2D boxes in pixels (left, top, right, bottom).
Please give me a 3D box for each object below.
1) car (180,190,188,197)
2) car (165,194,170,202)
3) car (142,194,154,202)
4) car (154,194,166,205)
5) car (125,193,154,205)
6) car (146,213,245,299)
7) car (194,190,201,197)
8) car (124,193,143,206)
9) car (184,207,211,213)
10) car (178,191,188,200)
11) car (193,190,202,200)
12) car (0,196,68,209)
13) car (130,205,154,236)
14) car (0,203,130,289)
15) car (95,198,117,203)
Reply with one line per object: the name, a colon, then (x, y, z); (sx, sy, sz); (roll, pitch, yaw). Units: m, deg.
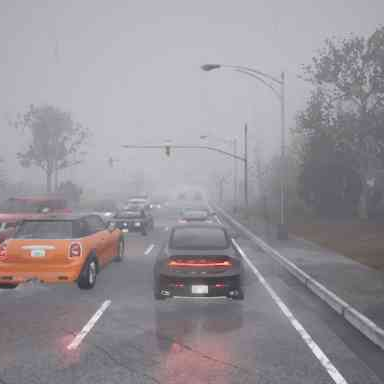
car: (-2.015, 0.341, 85.657); (1.812, 1.442, 4.674); (0, 3, 1)
car: (-5.814, 1.242, 70.363); (1.882, 1.535, 5.008); (0, 2, 1)
car: (-9.303, 1.261, 70.983); (1.812, 1.442, 4.674); (0, 2, 1)
car: (-6.141, 1.564, 57.783); (1.994, 1.385, 4.181); (0, 0, 1)
car: (-6.486, 1.221, 41.045); (2.150, 2.045, 5.566); (0, 0, 1)
car: (0.164, 1.505, 8.410); (1.837, 1.490, 4.892); (0, 0, 1)
car: (1.485, 0.316, 85.587); (1.837, 1.490, 4.892); (0, 3, 1)
car: (-9.693, 1.222, 55.580); (2.150, 2.045, 5.566); (0, 0, 1)
car: (0.260, 1.526, 17.484); (1.812, 1.442, 4.674); (0, 0, 3)
car: (-2.218, 1.013, 75.239); (1.837, 1.490, 4.892); (0, 3, 1)
car: (1.281, 1.053, 75.173); (2.033, 1.411, 5.357); (0, 3, 1)
car: (-6.988, 1.221, 14.314); (2.150, 2.045, 5.566); (0, 0, 1)
car: (-3.242, 1.601, 18.437); (1.895, 1.301, 4.718); (0, 0, 0)
car: (-3.325, 1.352, 9.351); (2.097, 1.767, 4.553); (0, 0, 1)
car: (-10.031, 1.505, 38.836); (1.837, 1.490, 4.892); (0, 0, 1)
